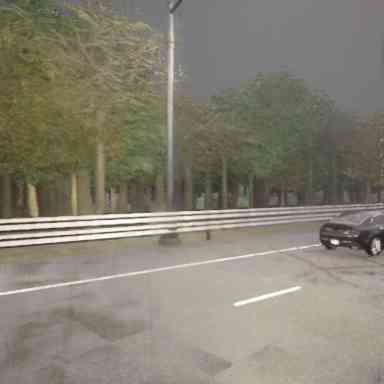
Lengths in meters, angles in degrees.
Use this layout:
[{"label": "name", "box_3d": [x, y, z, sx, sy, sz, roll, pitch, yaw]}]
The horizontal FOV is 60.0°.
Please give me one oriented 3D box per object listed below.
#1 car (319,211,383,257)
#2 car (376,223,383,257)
[{"label": "car", "box_3d": [6.977, 1.505, 13.038, 4.892, 1.490, 1.837, 0, 0, -35]}, {"label": "car", "box_3d": [6.954, 1.564, 8.736, 4.181, 1.385, 1.994, 0, 0, -35]}]
